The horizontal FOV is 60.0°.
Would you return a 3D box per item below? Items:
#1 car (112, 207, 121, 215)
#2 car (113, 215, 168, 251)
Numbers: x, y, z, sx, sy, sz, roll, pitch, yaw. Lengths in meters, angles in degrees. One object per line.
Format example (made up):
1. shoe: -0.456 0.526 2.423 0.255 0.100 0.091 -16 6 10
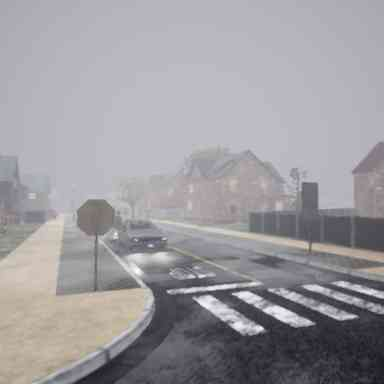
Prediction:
1. car: -8.379 2.498 32.724 2.150 2.045 5.566 1 -3 -20
2. car: -2.857 2.222 18.043 2.033 1.411 5.357 1 -2 -21
